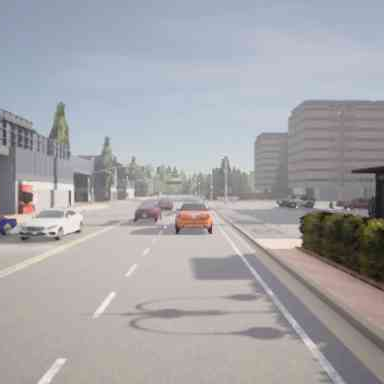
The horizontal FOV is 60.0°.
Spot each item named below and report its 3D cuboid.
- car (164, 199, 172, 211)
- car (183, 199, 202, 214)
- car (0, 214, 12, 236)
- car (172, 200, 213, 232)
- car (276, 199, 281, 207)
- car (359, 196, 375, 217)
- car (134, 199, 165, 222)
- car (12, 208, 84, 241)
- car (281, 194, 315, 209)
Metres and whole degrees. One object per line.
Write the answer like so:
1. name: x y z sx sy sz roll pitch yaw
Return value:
1. car: -3.457 1.627 42.697 1.994 1.385 4.181 0 0 0
2. car: 0.083 1.603 37.762 2.033 1.411 5.357 0 0 0
3. car: -10.502 1.625 16.011 1.895 1.301 4.718 0 0 0
4. car: 0.097 1.382 20.293 2.097 1.767 4.553 0 0 0
5. car: 14.264 1.222 46.825 4.605 1.855 1.932 0 0 -2
6. car: 14.826 1.192 24.314 3.866 1.878 1.905 0 0 -2
7. car: -3.476 1.565 26.753 1.812 1.442 4.674 0 0 1
8. car: -7.002 1.551 17.113 1.812 1.442 4.674 0 0 0
9. car: 14.284 1.221 43.930 3.866 1.878 1.905 0 0 -2
